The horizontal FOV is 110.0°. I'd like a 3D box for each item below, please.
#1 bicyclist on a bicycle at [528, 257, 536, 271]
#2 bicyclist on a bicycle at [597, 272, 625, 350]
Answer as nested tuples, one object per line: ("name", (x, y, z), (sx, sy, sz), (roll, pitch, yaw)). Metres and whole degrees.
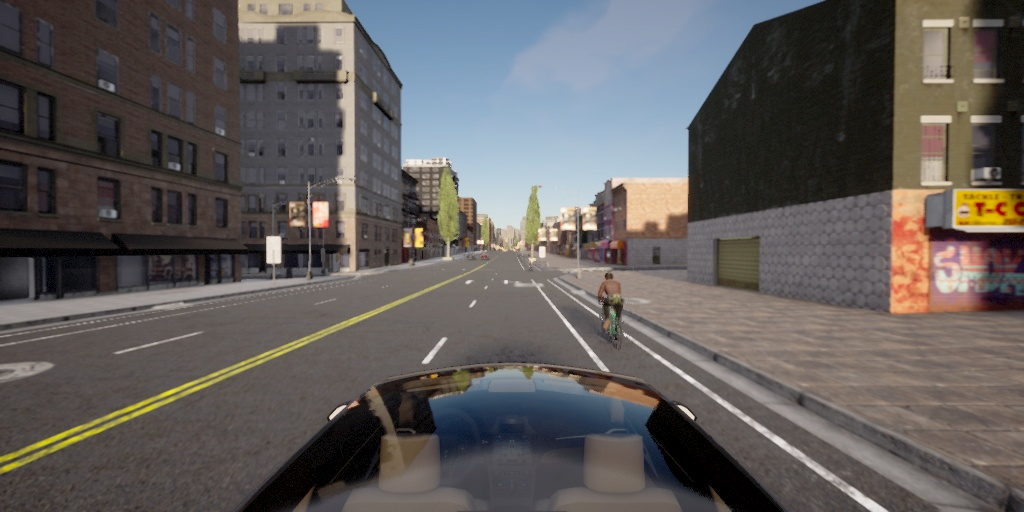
("bicyclist on a bicycle", (2.224, 0.911, 40.139), (0.866, 1.612, 1.509), (0, -1, 1))
("bicyclist on a bicycle", (2.249, 1.201, 8.175), (0.582, 1.620, 1.656), (0, 0, 0))
